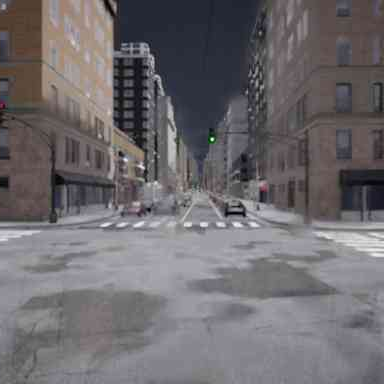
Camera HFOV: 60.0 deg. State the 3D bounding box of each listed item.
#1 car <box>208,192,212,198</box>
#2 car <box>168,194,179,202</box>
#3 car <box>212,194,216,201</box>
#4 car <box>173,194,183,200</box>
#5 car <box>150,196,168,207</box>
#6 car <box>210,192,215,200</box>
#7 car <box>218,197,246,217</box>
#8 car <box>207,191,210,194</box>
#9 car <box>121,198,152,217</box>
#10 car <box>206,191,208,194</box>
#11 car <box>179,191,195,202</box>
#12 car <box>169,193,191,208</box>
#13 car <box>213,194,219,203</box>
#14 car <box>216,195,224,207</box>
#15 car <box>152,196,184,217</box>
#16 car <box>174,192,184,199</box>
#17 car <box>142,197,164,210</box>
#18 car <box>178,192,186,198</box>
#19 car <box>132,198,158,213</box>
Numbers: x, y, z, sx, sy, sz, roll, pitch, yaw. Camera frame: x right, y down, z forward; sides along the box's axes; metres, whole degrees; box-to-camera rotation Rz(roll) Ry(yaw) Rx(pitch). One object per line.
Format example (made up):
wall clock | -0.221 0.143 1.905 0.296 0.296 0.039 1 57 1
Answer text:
car | 4.822 1.130 67.203 2.008 1.369 4.403 0 0 2
car | -3.700 1.176 67.464 1.947 1.339 4.313 0 0 2
car | 4.111 1.262 45.092 1.887 1.381 4.507 0 0 2
car | -3.344 1.106 78.516 1.947 1.339 4.313 0 0 2
car | -4.410 1.293 45.358 1.887 1.381 4.507 0 0 2
car | 4.466 1.215 56.148 1.947 1.339 4.313 0 0 2
car | 3.579 1.385 28.509 1.947 1.339 4.313 0 0 2
car | 5.354 1.056 83.787 1.802 1.307 4.206 0 0 2
car | -4.943 1.431 28.779 1.802 1.307 4.206 0 0 2
car | 5.532 1.005 89.315 1.947 1.339 4.313 0 0 2
car | -0.962 1.120 63.973 2.128 1.511 4.902 0 0 2
car | -1.694 1.239 43.516 2.128 1.511 4.902 0 0 2
car | 3.934 1.302 39.564 2.008 1.369 4.403 0 0 2
car | 3.756 1.330 34.037 1.887 1.381 4.507 0 0 2
car | -2.139 1.340 29.297 1.837 1.490 4.892 0 0 5
car | -3.165 0.820 84.041 2.192 1.841 5.009 0 0 2
car | -4.588 1.332 39.832 2.008 1.369 4.403 0 0 2
car | -2.811 0.875 95.094 1.967 1.590 4.097 0 0 2
car | -4.765 1.381 34.305 1.947 1.339 4.313 0 0 2
